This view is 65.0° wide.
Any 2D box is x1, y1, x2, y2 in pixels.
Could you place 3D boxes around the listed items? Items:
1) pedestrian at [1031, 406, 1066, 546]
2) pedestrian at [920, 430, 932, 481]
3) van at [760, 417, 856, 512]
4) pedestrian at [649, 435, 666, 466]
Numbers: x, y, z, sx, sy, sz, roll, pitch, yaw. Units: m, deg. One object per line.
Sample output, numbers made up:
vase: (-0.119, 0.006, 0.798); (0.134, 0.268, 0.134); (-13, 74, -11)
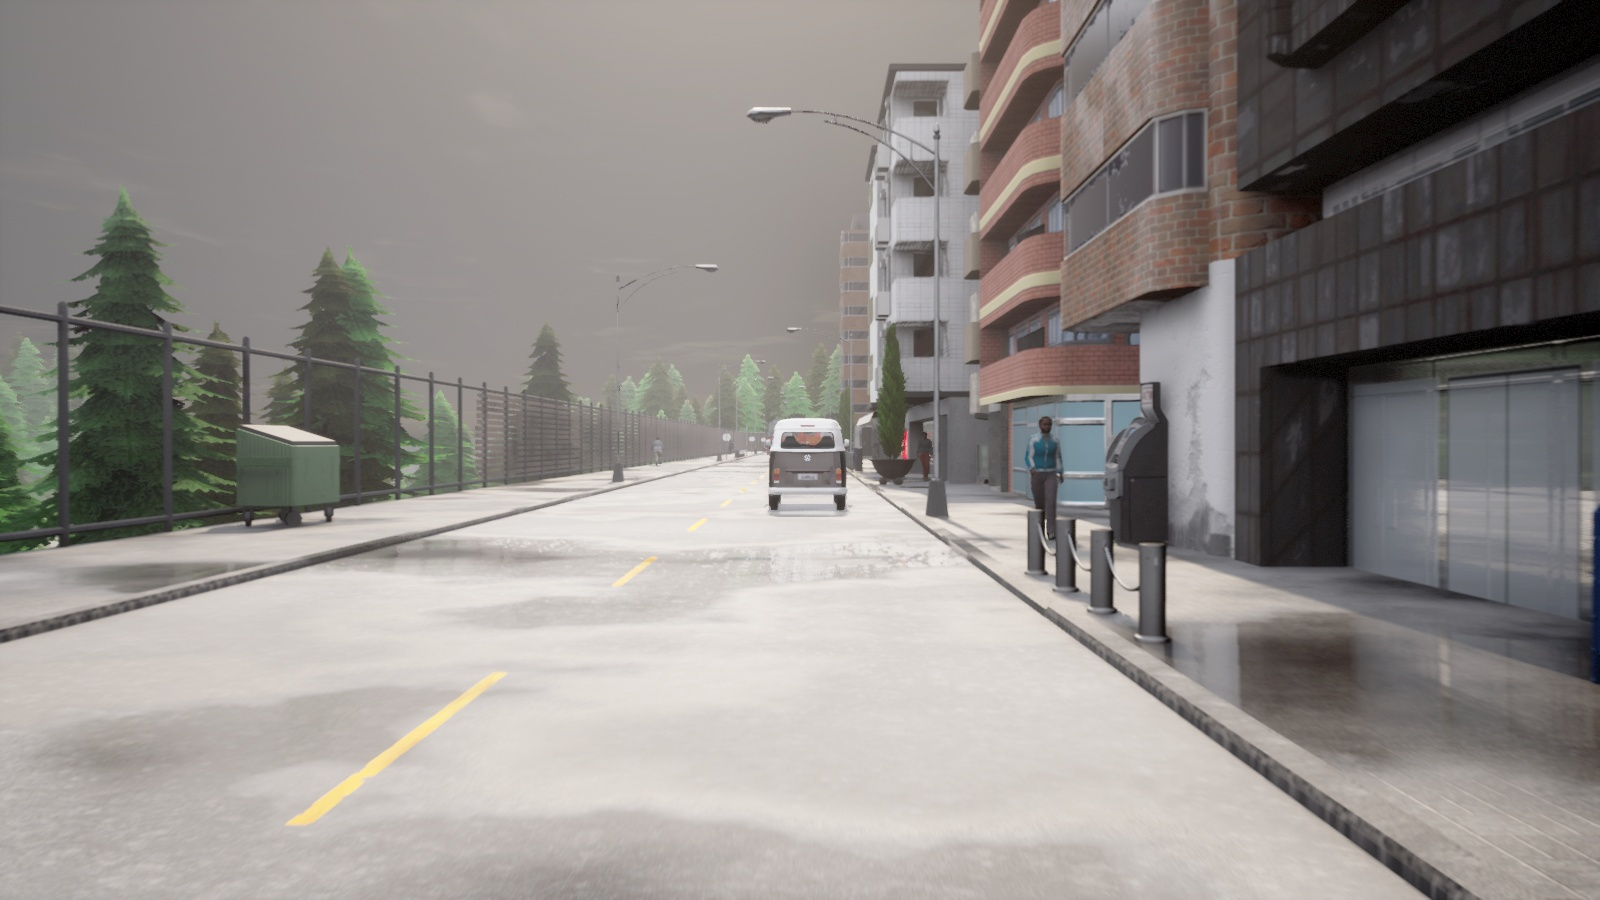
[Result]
pedestrian: (3.509, 0.359, 17.766); (0.396, 1.930, 0.692); (0, 0, 3)
pedestrian: (4.563, 0.203, 45.527); (0.353, 1.847, 0.614); (0, 0, 0)
van: (0.178, 0.305, 29.298); (2.069, 2.038, 4.480); (0, 0, 0)
pedestrian: (-8.572, 0.023, 75.752); (0.874, 1.855, 0.900); (0, 0, 3)
